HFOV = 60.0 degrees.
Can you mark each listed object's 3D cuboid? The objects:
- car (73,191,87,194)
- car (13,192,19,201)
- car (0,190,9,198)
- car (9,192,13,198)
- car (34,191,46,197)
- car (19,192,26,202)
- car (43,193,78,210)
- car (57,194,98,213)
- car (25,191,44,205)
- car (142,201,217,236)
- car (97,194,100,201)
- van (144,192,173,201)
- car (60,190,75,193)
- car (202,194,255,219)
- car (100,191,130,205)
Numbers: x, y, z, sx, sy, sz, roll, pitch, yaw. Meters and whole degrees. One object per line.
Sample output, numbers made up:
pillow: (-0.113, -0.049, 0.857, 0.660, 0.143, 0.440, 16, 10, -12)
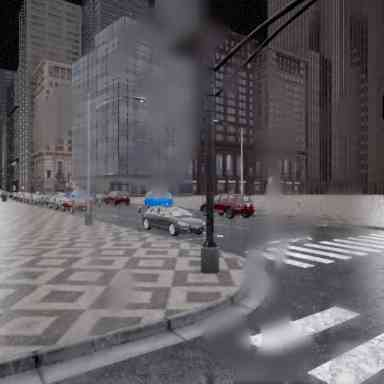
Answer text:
car: (-16.159, 0.967, 48.414, 1.895, 1.301, 4.718, 0, 1, -36)
car: (-26.399, 0.702, 52.529, 1.967, 1.590, 4.097, 1, 0, -36)
car: (-39.085, 0.610, 70.303, 1.947, 1.339, 4.313, 1, 0, -36)
car: (-29.572, 0.747, 56.973, 1.887, 1.381, 4.507, 1, 0, -36)
car: (-38.487, 0.495, 84.139, 1.887, 1.381, 4.507, 0, 0, -36)
car: (-23.229, 0.874, 48.086, 2.008, 1.369, 4.403, 1, 0, -36)
car: (-13.715, 1.074, 34.754, 2.008, 1.369, 4.403, 1, 0, -36)
car: (-10.544, 1.139, 30.311, 1.887, 1.381, 4.507, 1, 0, -36)
car: (-20.058, 0.939, 43.642, 2.008, 1.369, 4.403, 1, 0, -36)
car: (-1.031, 1.367, 16.981, 2.008, 1.369, 4.403, 1, 0, -36)
car: (-13.114, 0.934, 48.589, 2.008, 1.369, 4.403, 1, 0, -36)
van: (-3.596, 0.931, 35.255, 1.690, 1.788, 3.998, 1, 0, -36)
car: (-21.881, 0.778, 56.432, 1.812, 1.442, 4.674, 0, 1, -35)
car: (2.748, 1.050, 26.367, 2.192, 1.841, 5.009, 1, 0, -36)
car: (-9.939, 0.766, 44.144, 2.192, 1.841, 5.009, 1, 0, -36)
